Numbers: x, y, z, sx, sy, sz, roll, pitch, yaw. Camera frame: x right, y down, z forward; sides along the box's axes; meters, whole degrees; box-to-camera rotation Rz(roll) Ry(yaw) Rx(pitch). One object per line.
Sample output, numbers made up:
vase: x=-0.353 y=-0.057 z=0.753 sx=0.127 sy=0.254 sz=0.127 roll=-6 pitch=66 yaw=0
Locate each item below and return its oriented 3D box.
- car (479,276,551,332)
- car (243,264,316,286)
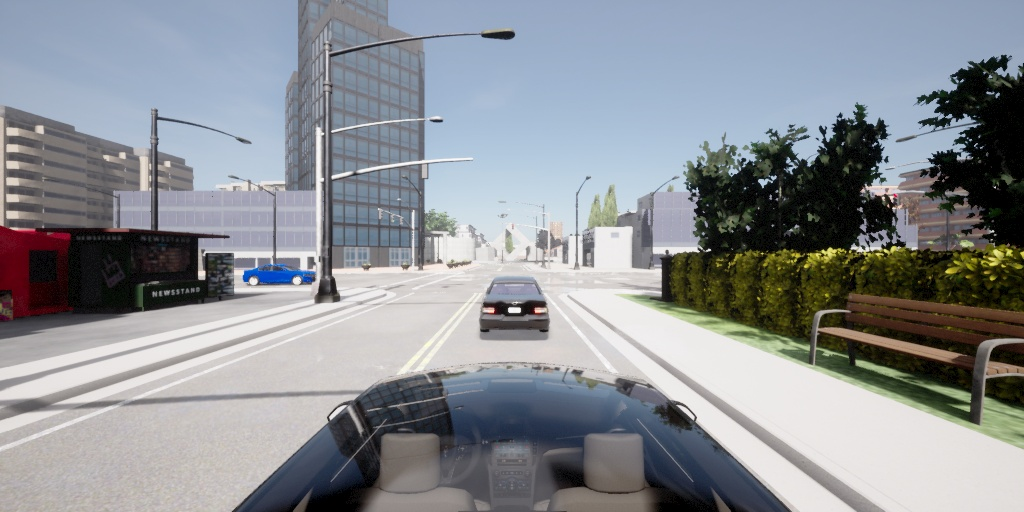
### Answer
car: x=0.068 y=1.297 z=10.781 sx=2.033 sy=1.411 sz=5.357 roll=0 pitch=0 yaw=0
car: x=-16.781 y=1.336 z=26.188 sx=5.008 sy=1.535 sz=1.882 roll=-1 pitch=0 yaw=0
